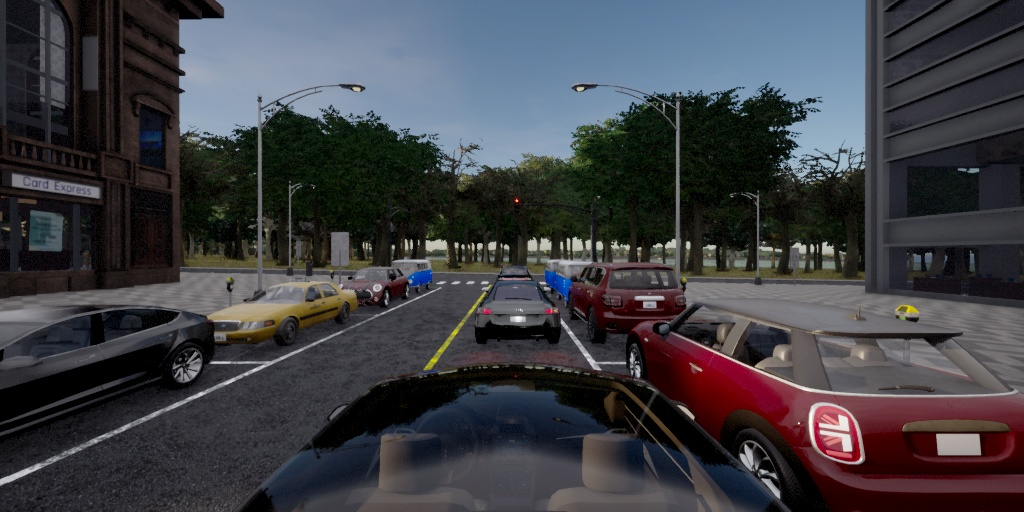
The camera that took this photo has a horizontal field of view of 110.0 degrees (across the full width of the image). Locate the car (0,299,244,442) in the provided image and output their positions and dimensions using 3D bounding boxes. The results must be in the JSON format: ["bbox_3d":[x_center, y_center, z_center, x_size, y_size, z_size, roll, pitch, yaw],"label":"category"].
[{"bbox_3d":[-5.759,1.316,4.174,1.948,1.339,4.313,0,0,0],"label":"car"}]

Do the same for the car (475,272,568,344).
[{"bbox_3d":[0.119,1.314,9.643,1.994,1.385,4.181,0,0,0],"label":"car"}]

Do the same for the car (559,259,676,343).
[{"bbox_3d":[2.777,1.065,9.595,2.192,1.841,5.009,0,0,0],"label":"car"}]

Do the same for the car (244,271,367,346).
[{"bbox_3d":[-5.749,1.276,9.441,1.751,1.417,4.829,0,0,0],"label":"car"}]

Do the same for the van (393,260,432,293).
[{"bbox_3d":[-5.728,1.092,20.486,1.690,1.789,3.998,0,0,0],"label":"van"}]

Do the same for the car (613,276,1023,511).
[{"bbox_3d":[2.766,1.190,4.157,1.967,1.591,4.097,0,0,0],"label":"car"}]

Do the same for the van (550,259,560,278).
[{"bbox_3d":[2.787,1.092,15.033,1.690,1.789,3.998,0,0,0],"label":"van"}]

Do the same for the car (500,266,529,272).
[{"bbox_3d":[0.132,1.243,18.525,2.128,1.511,4.902,0,0,0],"label":"car"}]

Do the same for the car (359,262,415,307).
[{"bbox_3d":[-5.738,1.191,15.049,1.967,1.591,4.097,0,0,0],"label":"car"}]

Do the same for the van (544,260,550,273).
[{"bbox_3d":[2.797,1.092,20.470,1.690,1.789,3.998,0,0,0],"label":"van"}]
